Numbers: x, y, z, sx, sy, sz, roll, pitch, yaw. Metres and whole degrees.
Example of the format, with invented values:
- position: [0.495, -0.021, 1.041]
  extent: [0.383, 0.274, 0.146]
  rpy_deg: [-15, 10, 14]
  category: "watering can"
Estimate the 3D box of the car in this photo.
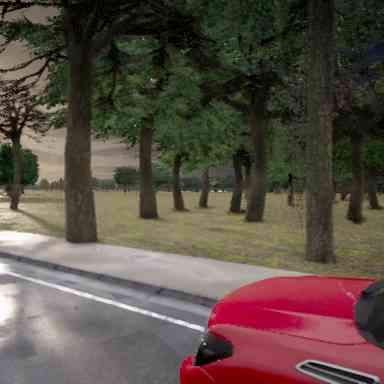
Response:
- position: [2.528, 1.226, 1.862]
  extent: [5.566, 2.045, 2.150]
  rpy_deg: [0, 0, 37]
  category: "car"
